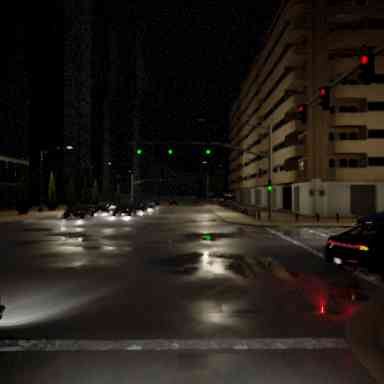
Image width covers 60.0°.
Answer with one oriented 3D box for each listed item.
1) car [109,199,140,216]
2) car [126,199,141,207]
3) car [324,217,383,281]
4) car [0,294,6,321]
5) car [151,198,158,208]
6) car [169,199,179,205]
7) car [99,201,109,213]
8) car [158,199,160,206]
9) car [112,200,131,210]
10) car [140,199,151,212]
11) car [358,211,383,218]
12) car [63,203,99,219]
[{"bbox_3d":[-7.232,1.796,35.962,1.812,1.442,4.674,0,0,1],"label":"car"},{"bbox_3d":[-10.762,2.023,61.330,1.994,1.385,4.181,0,0,0],"label":"car"},{"bbox_3d":[6.205,1.617,9.498,4.902,1.511,2.128,0,-1,-16],"label":"car"},{"bbox_3d":[-3.672,1.570,2.792,2.033,1.411,5.357,0,0,-5],"label":"car"},{"bbox_3d":[-7.274,2.012,55.068,1.895,1.301,4.718,0,0,0],"label":"car"},{"bbox_3d":[-3.805,2.127,71.349,1.895,1.301,4.718,0,0,0],"label":"car"},{"bbox_3d":[-10.768,1.859,41.518,2.033,1.411,5.357,0,0,0],"label":"car"},{"bbox_3d":[-7.279,1.993,65.419,1.837,1.490,4.892,0,0,0],"label":"car"},{"bbox_3d":[-10.782,1.985,51.231,1.895,1.301,4.718,0,0,0],"label":"car"},{"bbox_3d":[-7.277,1.689,45.012,2.097,1.767,4.553,0,0,0],"label":"car"},{"bbox_3d":[12.757,1.682,20.407,5.008,1.535,1.882,0,0,-1],"label":"car"},{"bbox_3d":[-10.728,1.767,31.928,1.812,1.442,4.674,0,0,0],"label":"car"}]
